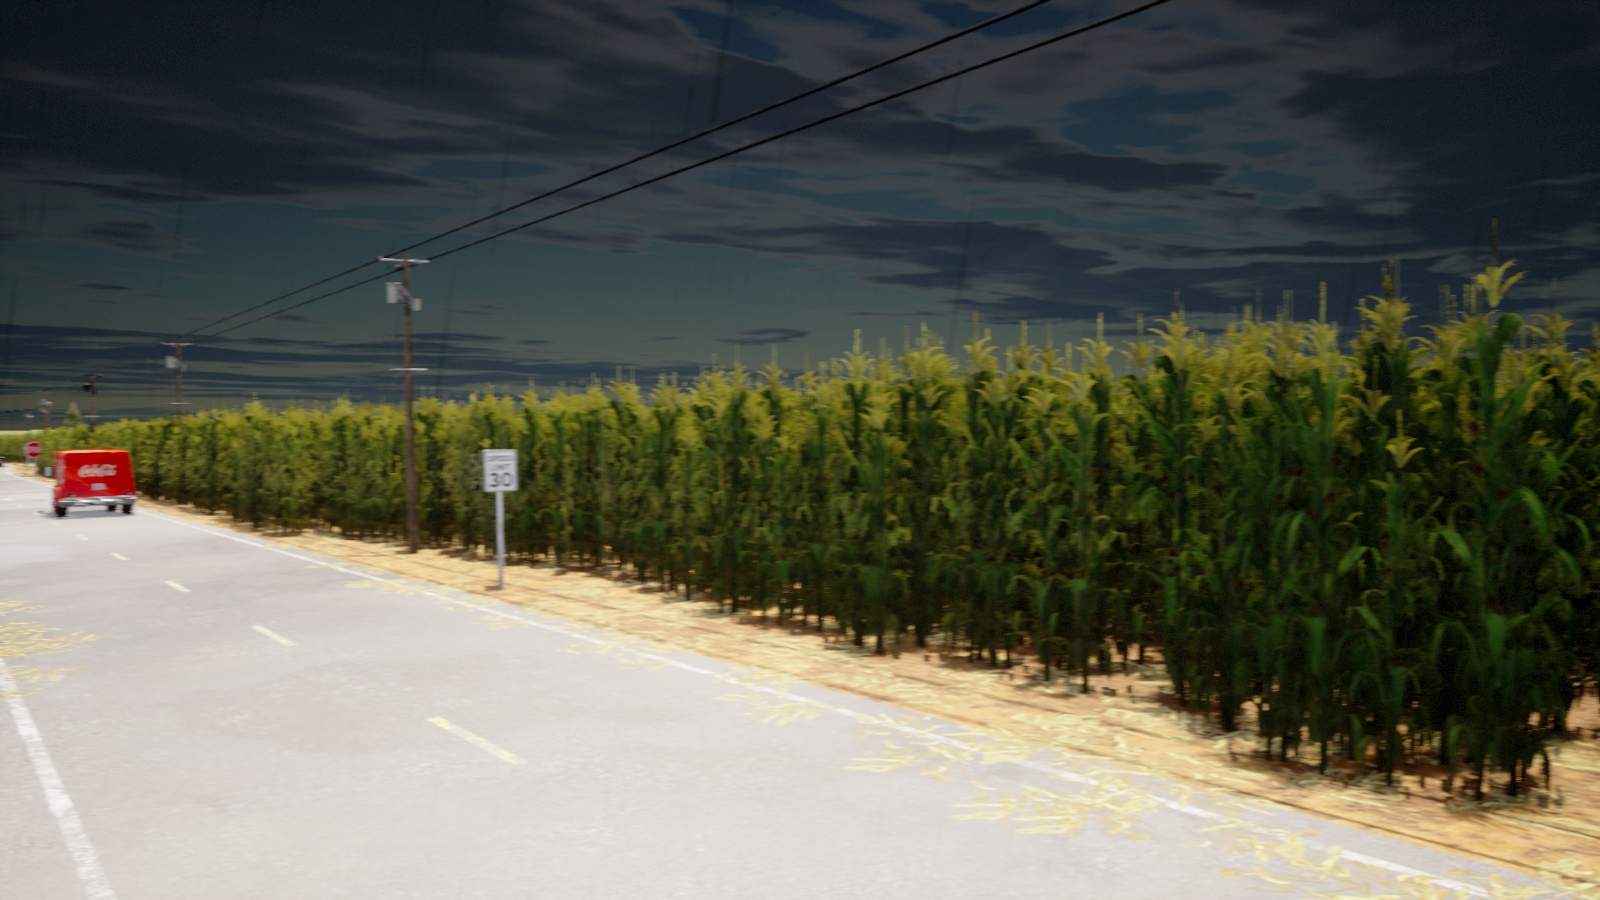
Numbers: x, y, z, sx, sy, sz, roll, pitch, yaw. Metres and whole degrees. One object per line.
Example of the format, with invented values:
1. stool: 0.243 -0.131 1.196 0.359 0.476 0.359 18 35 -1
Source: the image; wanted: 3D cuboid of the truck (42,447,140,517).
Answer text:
1. truck: -27.541 1.166 44.294 2.627 2.467 5.204 -2 1 -38
